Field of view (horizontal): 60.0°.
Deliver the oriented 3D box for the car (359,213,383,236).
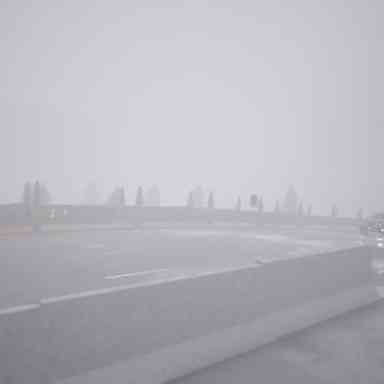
[{"bbox_3d":[16.818,2.822,28.867,5.566,2.045,2.150,5,-3,-35],"label":"car"}]
